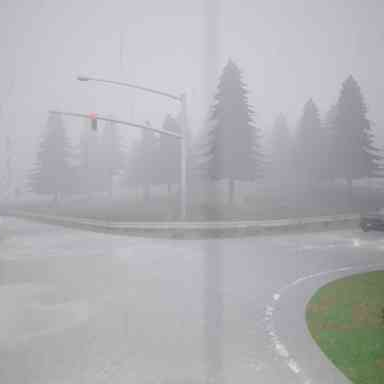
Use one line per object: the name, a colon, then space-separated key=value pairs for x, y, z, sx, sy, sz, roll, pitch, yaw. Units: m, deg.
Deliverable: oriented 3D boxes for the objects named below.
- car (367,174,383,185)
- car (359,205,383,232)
car: x=28.162 y=-2.127 z=51.084 sx=2.150 sy=2.045 sz=5.566 roll=0 pitch=5 yaw=25
car: x=10.930 y=1.226 z=17.273 sx=5.008 sy=1.535 sz=1.882 roll=-3 pitch=1 yaw=-24
